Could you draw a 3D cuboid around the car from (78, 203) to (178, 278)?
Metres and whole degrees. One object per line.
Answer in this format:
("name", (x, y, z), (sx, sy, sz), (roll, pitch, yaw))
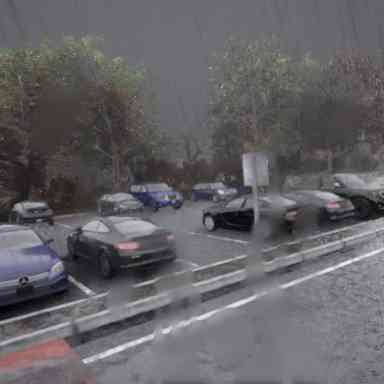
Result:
("car", (-2.176, 1.318, 9.650), (2.002, 1.452, 4.674), (-6, 4, -36))

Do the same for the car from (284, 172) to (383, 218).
("car", (6.945, 0.078, 16.217), (2.435, 2.045, 5.566), (-6, 4, -36))

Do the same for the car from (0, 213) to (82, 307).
("car", (-4.460, 1.553, 8.003), (2.002, 1.452, 4.674), (-6, 4, -36))

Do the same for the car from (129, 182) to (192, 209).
("car", (-2.879, 0.307, 24.628), (2.435, 2.045, 5.566), (-6, 4, -36))

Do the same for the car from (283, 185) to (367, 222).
("car", (4.669, 0.607, 14.603), (2.002, 1.452, 4.674), (-6, 4, -36))

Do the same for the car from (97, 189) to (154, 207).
("car", (-5.062, 0.786, 23.091), (2.231, 1.521, 4.892), (-6, 4, -36))

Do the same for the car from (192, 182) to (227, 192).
("car", (1.815, -0.064, 27.982), (2.185, 1.767, 4.553), (-5, 3, -36))

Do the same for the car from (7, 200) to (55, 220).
("car", (-9.612, 1.258, 19.781), (2.231, 1.521, 4.892), (-6, 4, -36))

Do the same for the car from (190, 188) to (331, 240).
("car", (2.385, 0.806, 12.947), (2.097, 1.535, 5.008), (-6, 4, -36))
